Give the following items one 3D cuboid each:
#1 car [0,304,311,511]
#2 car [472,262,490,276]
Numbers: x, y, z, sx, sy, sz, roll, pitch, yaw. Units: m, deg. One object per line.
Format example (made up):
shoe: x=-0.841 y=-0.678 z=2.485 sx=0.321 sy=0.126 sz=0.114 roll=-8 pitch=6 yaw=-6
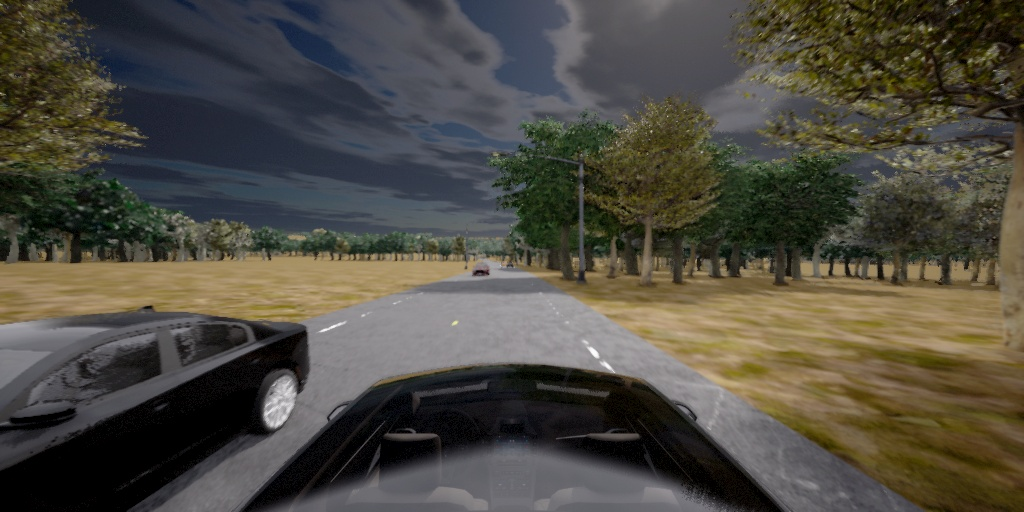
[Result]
car: x=-3.603 y=1.238 z=2.704 sx=1.882 sy=1.535 sz=5.008 roll=0 pitch=-1 yaw=0
car: x=-3.902 y=1.624 z=45.841 sx=2.097 sy=1.767 sz=4.553 roll=0 pitch=-1 yaw=-1
